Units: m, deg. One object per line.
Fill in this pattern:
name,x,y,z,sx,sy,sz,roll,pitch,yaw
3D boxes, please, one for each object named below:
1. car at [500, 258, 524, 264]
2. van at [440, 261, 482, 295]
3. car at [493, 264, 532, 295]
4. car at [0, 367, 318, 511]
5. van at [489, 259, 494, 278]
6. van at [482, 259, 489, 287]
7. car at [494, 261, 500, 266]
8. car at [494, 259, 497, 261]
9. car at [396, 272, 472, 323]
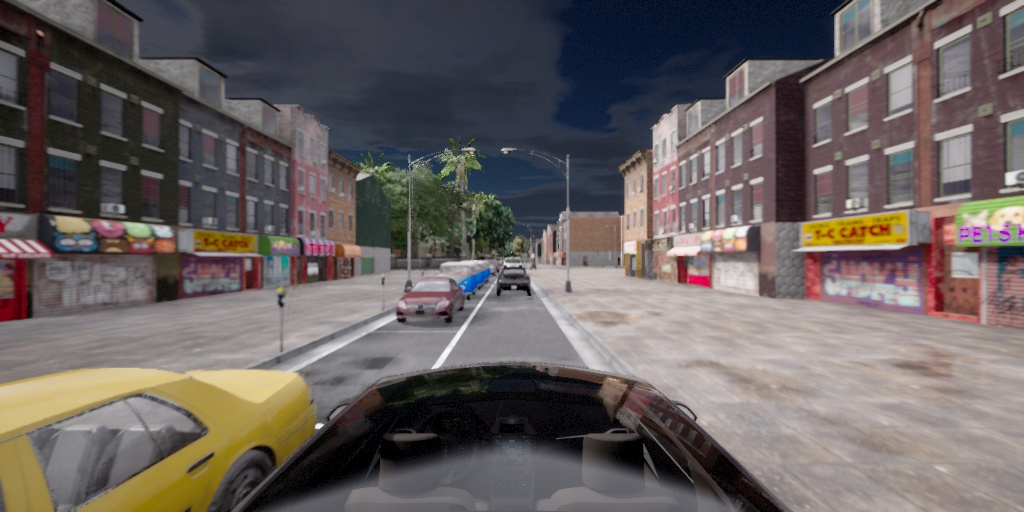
car,0.106,1.196,38.861,2.150,2.045,5.566,0,0,0
van,-2.634,1.186,17.841,1.690,1.789,3.998,0,0,0
car,0.104,1.367,20.649,1.837,1.490,4.892,0,-1,0
car,-2.638,1.274,1.281,1.751,1.417,4.829,0,0,0
van,-2.632,1.253,28.769,1.690,1.789,3.998,0,0,0
van,-2.633,1.220,23.305,1.690,1.789,3.998,0,0,0
car,-2.630,1.531,39.697,2.007,1.370,4.403,0,0,0
car,-2.629,1.332,45.160,2.192,1.841,5.009,0,0,0
car,-2.636,1.394,12.377,1.802,1.307,4.207,0,0,0
